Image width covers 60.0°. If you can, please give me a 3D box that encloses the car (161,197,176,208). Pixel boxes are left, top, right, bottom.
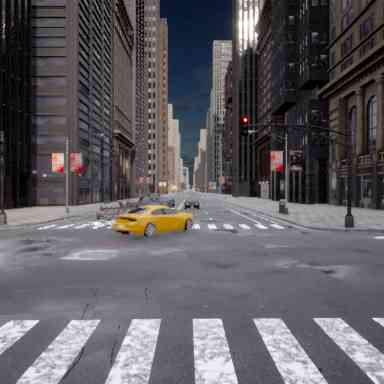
[{"bbox_3d":[-3.452,1.510,49.712,2.033,1.411,5.357,0,0,0],"label":"car"}]

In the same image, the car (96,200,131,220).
[{"bbox_3d":[-6.653,1.510,27.984,1.812,1.442,4.674,0,0,0],"label":"car"}]

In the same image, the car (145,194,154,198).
[{"bbox_3d":[-6.693,1.470,47.332,1.837,1.490,4.892,0,0,0],"label":"car"}]

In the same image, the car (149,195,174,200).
[{"bbox_3d":[-3.424,1.466,39.160,2.128,1.511,4.902,0,0,0],"label":"car"}]

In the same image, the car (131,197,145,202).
[{"bbox_3d":[-6.673,1.577,37.092,1.895,1.301,4.718,0,0,0],"label":"car"}]

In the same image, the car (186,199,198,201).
[{"bbox_3d":[0.004,1.569,45.063,1.895,1.301,4.718,0,0,0],"label":"car"}]

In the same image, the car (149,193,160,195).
[{"bbox_3d":[-6.677,1.170,57.782,2.150,2.045,5.566,0,0,1],"label":"car"}]

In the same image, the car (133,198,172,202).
[{"bbox_3d":[-3.381,1.531,29.420,2.033,1.411,5.357,0,0,4],"label":"car"}]

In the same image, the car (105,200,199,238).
[{"bbox_3d":[-1.901,1.458,17.772,1.882,1.535,5.008,1,1,37],"label":"car"}]
